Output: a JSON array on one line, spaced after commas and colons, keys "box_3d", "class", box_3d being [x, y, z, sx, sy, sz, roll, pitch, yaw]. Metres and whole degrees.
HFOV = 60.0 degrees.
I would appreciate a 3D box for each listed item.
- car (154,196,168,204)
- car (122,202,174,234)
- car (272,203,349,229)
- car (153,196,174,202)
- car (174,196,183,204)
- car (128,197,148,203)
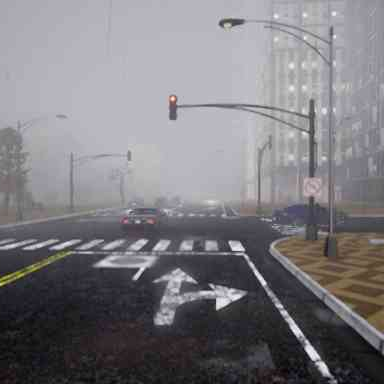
[{"box_3d": [-5.776, 1.466, 62.415, 1.837, 1.490, 4.892, 0, 0, 5], "class": "car"}, {"box_3d": [-2.520, 1.522, 18.976, 2.033, 1.411, 5.357, 0, 0, 3], "class": "car"}, {"box_3d": [7.311, 1.423, 20.561, 4.674, 1.442, 1.812, -1, -1, -10], "class": "car"}, {"box_3d": [-4.009, 1.471, 44.582, 1.837, 1.490, 4.892, 0, 0, 5], "class": "car"}, {"box_3d": [-2.697, 1.467, 60.346, 1.837, 1.490, 4.892, 0, 0, 5], "class": "car"}, {"box_3d": [-7.248, 1.457, 44.853, 2.128, 1.511, 4.902, 0, 0, 5], "class": "car"}]
